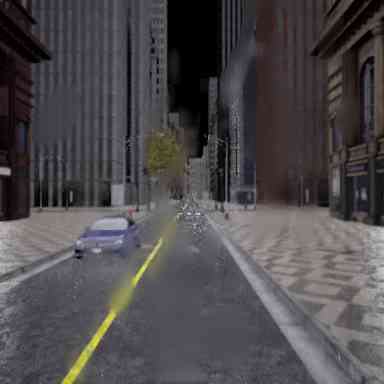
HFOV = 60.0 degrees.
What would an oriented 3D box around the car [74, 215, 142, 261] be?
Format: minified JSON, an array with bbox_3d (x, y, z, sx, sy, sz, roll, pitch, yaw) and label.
[{"bbox_3d":[-3.104,1.688,13.179,1.812,1.442,4.674,0,-1,0],"label":"car"}]
